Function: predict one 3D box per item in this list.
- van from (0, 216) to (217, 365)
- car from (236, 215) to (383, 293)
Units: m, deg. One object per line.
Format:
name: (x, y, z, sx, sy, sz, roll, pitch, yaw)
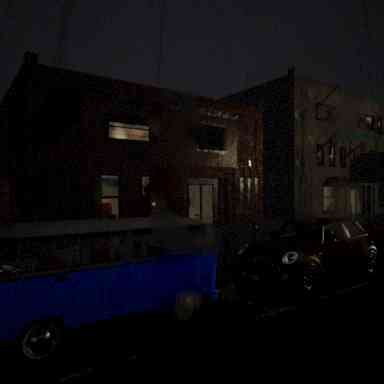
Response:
van: (-1.452, 1.341, 5.534, 3.998, 1.788, 1.690, 0, -1, -36)
car: (3.059, 1.439, 8.764, 4.097, 1.590, 1.967, 0, -1, -36)
